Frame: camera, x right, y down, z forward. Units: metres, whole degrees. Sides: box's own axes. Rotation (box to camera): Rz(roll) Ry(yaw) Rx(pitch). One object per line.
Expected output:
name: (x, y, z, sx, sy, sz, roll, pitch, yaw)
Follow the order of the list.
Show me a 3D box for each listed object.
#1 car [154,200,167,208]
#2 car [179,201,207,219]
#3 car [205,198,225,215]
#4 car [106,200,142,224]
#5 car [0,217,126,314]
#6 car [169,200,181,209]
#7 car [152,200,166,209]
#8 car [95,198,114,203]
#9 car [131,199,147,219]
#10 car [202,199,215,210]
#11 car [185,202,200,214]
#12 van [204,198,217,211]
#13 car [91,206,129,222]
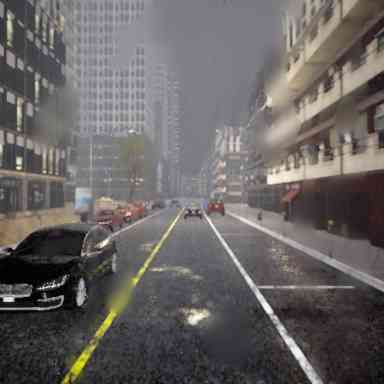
car: (-5.638, 2.216, 60.638, 1.947, 1.339, 4.313, 0, -1, 0)
car: (0.118, 1.896, 32.812, 2.033, 1.411, 5.357, 0, -1, 0)
car: (2.722, 1.727, 38.737, 2.192, 1.841, 5.009, 0, -1, 0)
car: (-5.668, 1.733, 27.641, 1.967, 1.590, 4.097, 0, -1, 0)
car: (-3.094, 1.590, 8.052, 1.837, 1.490, 4.892, 0, -1, 0)
car: (-2.985, 2.151, 58.399, 1.812, 1.442, 4.674, 0, -1, 1)
car: (-5.643, 2.159, 55.392, 1.947, 1.339, 4.313, 0, -1, 0)
car: (-21.957, 2.031, 83.766, 4.829, 1.417, 1.752, 1, -1, -1)
car: (-5.663, 1.667, 33.193, 2.192, 1.841, 5.009, 0, -1, 0)
car: (2.737, 2.033, 55.387, 1.967, 1.590, 4.097, 0, -1, 0)
car: (0.093, 2.067, 43.726, 1.895, 1.301, 4.718, 0, -1, 1)
van: (2.732, 1.874, 49.838, 1.690, 1.788, 3.998, 0, -1, 0)
car: (-5.673, 1.815, 22.088, 1.802, 1.307, 4.206, 0, -1, 0)
